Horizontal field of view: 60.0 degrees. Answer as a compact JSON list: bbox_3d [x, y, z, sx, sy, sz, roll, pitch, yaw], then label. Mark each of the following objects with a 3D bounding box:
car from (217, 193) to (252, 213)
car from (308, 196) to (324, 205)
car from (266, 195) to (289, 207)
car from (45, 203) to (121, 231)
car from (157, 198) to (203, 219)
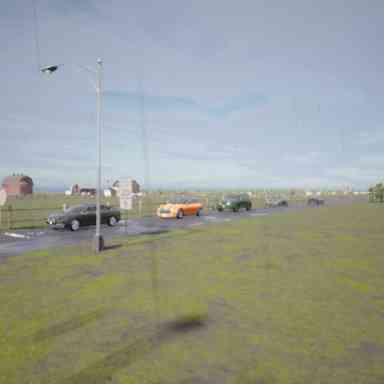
[{"bbox_3d":[4.909,1.170,37.666,2.150,2.045,5.566,1,0,34],"label":"car"},{"bbox_3d":[21.174,1.481,56.744,1.837,1.490,4.892,1,0,34],"label":"car"},{"bbox_3d":[12.603,1.298,49.057,2.097,1.767,4.553,1,1,34],"label":"car"},{"bbox_3d":[-6.532,1.469,20.471,1.837,1.490,4.892,1,0,32],"label":"car"},{"bbox_3d":[-0.983,1.308,28.848,2.097,1.767,4.553,1,0,34],"label":"car"}]
